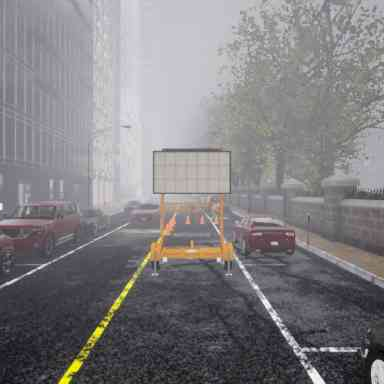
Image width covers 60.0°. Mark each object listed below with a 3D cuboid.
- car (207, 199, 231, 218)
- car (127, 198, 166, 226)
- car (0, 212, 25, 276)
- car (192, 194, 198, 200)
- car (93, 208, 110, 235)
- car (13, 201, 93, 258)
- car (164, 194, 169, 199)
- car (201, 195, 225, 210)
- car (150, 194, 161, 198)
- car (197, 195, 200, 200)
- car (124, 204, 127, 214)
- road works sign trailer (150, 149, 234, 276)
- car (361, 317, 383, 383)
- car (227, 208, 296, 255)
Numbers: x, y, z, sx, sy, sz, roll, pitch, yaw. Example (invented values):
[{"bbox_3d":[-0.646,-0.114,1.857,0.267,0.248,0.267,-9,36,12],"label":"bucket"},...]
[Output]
[{"bbox_3d":[2.616,1.548,29.717,1.802,1.307,4.206,0,0,-1],"label":"car"},{"bbox_3d":[-3.049,1.457,23.509,1.882,1.535,5.008,0,0,0],"label":"car"},{"bbox_3d":[-5.834,1.439,7.445,1.967,1.590,4.097,0,0,0],"label":"car"},{"bbox_3d":[1.169,1.330,85.304,2.008,1.369,4.403,0,0,-2],"label":"car"},{"bbox_3d":[-5.835,1.553,18.565,1.947,1.339,4.313,0,0,0],"label":"car"},{"bbox_3d":[-5.834,1.310,13.003,2.192,1.841,5.009,0,0,0],"label":"car"},{"bbox_3d":[-7.211,1.112,79.782,2.192,1.841,5.009,0,0,-2],"label":"car"},{"bbox_3d":[2.497,1.266,35.282,2.192,1.841,5.009,0,0,-2],"label":"car"},{"bbox_3d":[-6.623,1.457,57.551,1.802,1.307,4.206,0,0,-2],"label":"car"},{"bbox_3d":[2.201,1.465,46.399,2.008,1.369,4.403,0,0,-2],"label":"car"},{"bbox_3d":[-6.034,1.515,35.311,1.947,1.339,4.313,0,0,-1],"label":"car"},{"bbox_3d":[-0.002,0.461,10.340,2.380,3.560,2.880,0,0,0],"label":"road works sign trailer"},{"bbox_3d":[2.692,1.551,1.938,2.008,1.369,4.403,0,0,0],"label":"car"},{"bbox_3d":[2.691,1.540,13.060,1.887,1.381,4.507,0,0,0],"label":"car"}]
